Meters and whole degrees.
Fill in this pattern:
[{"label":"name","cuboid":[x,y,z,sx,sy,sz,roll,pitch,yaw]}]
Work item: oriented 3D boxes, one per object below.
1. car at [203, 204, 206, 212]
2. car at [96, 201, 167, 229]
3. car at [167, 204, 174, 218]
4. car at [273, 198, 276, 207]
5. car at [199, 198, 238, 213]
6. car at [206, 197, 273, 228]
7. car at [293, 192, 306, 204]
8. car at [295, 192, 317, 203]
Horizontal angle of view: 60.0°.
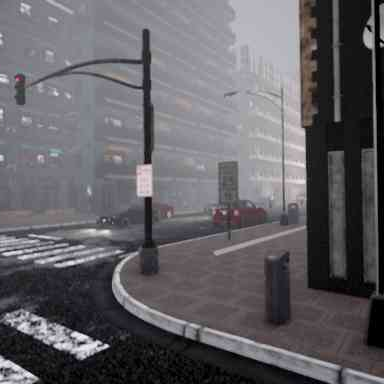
[{"label":"car","cuboid":[3.327,1.256,30.356,2.128,1.511,4.902,-1,0,36]},{"label":"car","cuboid":[-3.845,1.427,20.592,1.994,1.385,4.181,-1,0,36]},{"label":"car","cuboid":[-3.259,1.415,25.906,1.887,1.381,4.507,-1,0,36]},{"label":"car","cuboid":[9.498,1.269,43.129,1.947,1.339,4.313,-1,0,36]},{"label":"car","cuboid":[2.793,1.341,33.996,2.008,1.369,4.403,-1,0,36]},{"label":"car","cuboid":[2.933,1.179,19.842,1.967,1.590,4.097,-1,0,36]},{"label":"car","cuboid":[16.098,0.952,47.606,2.097,1.767,4.553,-1,0,37]},{"label":"car","cuboid":[19.551,0.890,56.826,2.192,1.841,5.009,-1,0,36]}]
